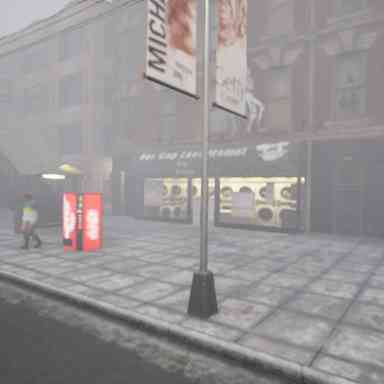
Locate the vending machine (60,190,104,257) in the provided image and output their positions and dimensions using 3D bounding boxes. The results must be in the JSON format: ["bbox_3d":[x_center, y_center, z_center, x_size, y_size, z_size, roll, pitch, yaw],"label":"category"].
[{"bbox_3d":[-3.728,1.006,11.315,0.880,2.100,1.100,1,1,36],"label":"vending machine"}]

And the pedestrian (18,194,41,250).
[{"bbox_3d":[-5.323,0.931,10.893,0.375,1.860,0.375,1,1,36],"label":"pedestrian"}]
